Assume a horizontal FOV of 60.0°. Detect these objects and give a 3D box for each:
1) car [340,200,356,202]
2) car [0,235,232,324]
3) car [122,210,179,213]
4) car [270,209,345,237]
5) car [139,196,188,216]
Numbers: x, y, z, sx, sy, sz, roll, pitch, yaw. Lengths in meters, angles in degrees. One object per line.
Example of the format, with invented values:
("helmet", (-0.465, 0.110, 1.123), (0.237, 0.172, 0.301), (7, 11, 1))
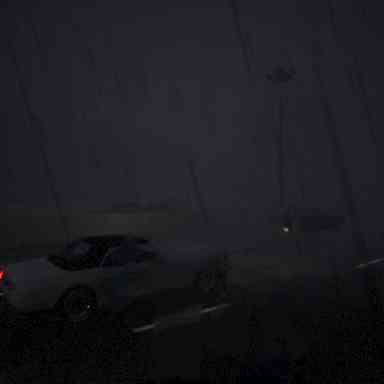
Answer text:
("car", (25.986, 1.085, 54.353), (2.150, 2.045, 5.566), (0, 0, 37))
("car", (-1.383, 1.600, 7.186), (4.718, 1.301, 1.895), (0, 0, -37))
("car", (-3.011, 1.517, 23.965), (4.674, 1.442, 1.812), (0, 0, -40))
("car", (6.323, 1.564, 17.832), (4.718, 1.301, 1.895), (0, 0, -40))
("car", (-2.826, 1.334, 33.363), (4.553, 1.767, 2.097), (0, 0, -42))
